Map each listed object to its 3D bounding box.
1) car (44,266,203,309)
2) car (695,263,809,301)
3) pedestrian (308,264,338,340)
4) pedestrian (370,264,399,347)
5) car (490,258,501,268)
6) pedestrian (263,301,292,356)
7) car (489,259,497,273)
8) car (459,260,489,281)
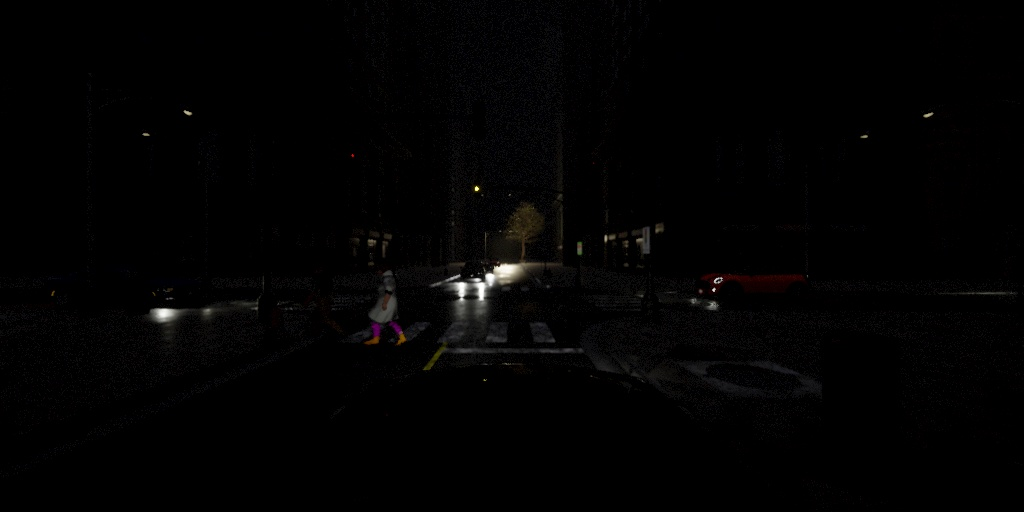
[{"bbox_3d":[-14.905,1.161,13.940,5.008,1.535,1.882,0,0,2],"label":"car"},{"bbox_3d":[11.280,1.121,17.131,4.553,1.767,2.097,0,0,0],"label":"car"},{"bbox_3d":[-4.439,1.035,8.428,0.375,1.860,0.375,0,0,0],"label":"pedestrian"},{"bbox_3d":[-2.782,1.036,7.831,0.375,1.860,0.375,0,0,0],"label":"pedestrian"},{"bbox_3d":[-3.014,1.055,59.518,2.097,1.767,4.553,0,0,1],"label":"car"},{"bbox_3d":[-4.801,1.037,7.229,0.375,1.860,0.375,0,0,0],"label":"pedestrian"},{"bbox_3d":[-3.081,1.306,41.739,1.895,1.301,4.718,0,0,0],"label":"car"},{"bbox_3d":[-3.089,1.220,29.161,1.837,1.490,4.892,0,0,-2],"label":"car"}]
